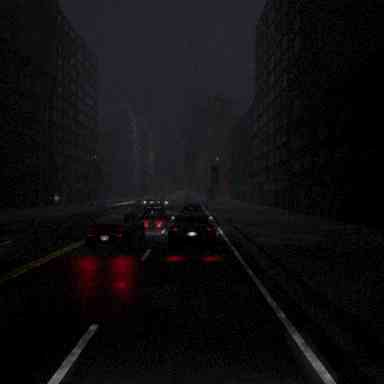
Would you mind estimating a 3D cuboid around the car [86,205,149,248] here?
[{"bbox_3d":[-3.249,1.522,14.650,1.812,1.442,4.674,0,0,0],"label":"car"}]

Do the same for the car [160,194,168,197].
[{"bbox_3d":[-6.499,1.350,75.933,1.837,1.490,4.892,0,0,0],"label":"car"}]

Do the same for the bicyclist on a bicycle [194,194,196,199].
[{"bbox_3d":[0.895,1.359,90.455,0.582,1.620,1.656,0,0,0],"label":"bicyclist on a bicycle"}]

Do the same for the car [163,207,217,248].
[{"bbox_3d":[0.000,1.562,14.651,1.994,1.385,4.181,0,0,0],"label":"car"}]

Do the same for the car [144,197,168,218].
[{"bbox_3d":[-3.249,1.460,29.650,2.128,1.511,4.902,0,0,0],"label":"car"}]

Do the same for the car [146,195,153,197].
[{"bbox_3d":[-9.750,1.374,75.933,1.812,1.442,4.674,0,0,0],"label":"car"}]

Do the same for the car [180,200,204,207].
[{"bbox_3d":[0.000,1.482,29.650,1.837,1.490,4.892,0,0,0],"label":"car"}]
